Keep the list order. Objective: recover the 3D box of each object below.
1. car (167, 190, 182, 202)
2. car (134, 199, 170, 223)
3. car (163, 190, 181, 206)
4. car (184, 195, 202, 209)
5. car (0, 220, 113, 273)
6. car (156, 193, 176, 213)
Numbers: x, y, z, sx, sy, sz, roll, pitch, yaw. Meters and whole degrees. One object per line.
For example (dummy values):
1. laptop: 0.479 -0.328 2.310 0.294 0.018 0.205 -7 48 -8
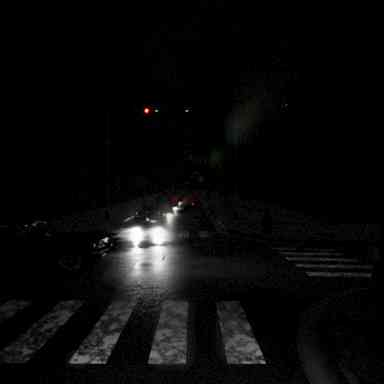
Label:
1. car: -2.826 0.641 53.868 2.097 1.767 4.553 0 1 0
2. car: -2.863 1.425 23.674 1.895 1.301 4.718 0 1 0
3. car: -2.863 0.727 43.125 2.150 2.045 5.566 0 1 0
4. car: 0.086 1.075 37.824 1.882 1.535 5.008 0 1 0
5. car: -4.833 1.525 9.907 4.718 1.301 1.895 1 1 0
6. car: -2.867 1.183 33.044 1.837 1.490 4.892 0 1 0
